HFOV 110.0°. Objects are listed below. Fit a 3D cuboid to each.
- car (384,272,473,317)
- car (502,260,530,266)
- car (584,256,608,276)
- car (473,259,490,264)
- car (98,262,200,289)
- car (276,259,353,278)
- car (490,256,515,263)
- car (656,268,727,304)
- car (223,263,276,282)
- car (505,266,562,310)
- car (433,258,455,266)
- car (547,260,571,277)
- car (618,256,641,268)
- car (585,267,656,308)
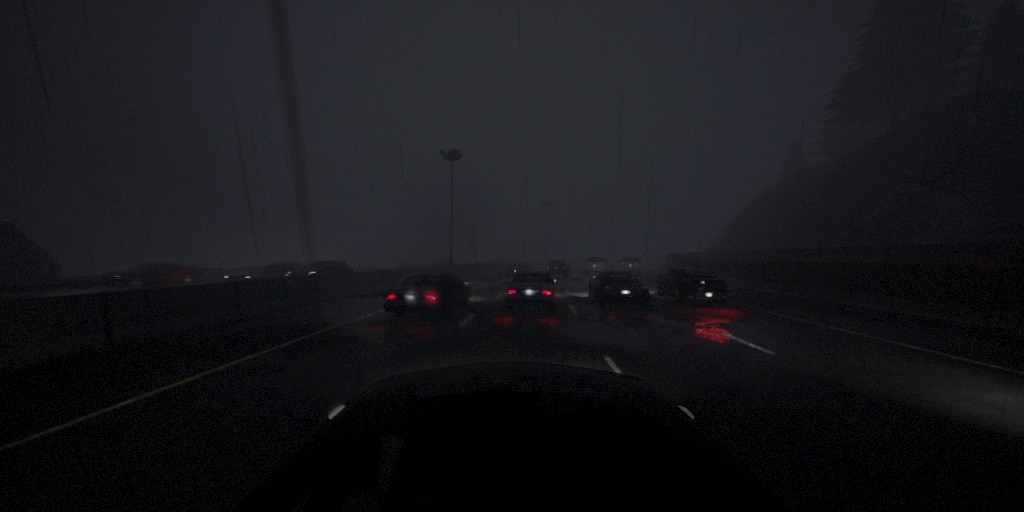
[{"bbox_3d":[-2.819,1.296,13.233,2.033,1.411,5.357,0,0,5],"label":"car"},{"bbox_3d":[0.751,1.337,34.420,1.994,1.385,4.181,0,0,14],"label":"car"},{"bbox_3d":[8.763,1.021,37.547,2.150,2.045,5.566,0,0,16],"label":"car"},{"bbox_3d":[-4.473,1.299,63.160,1.812,1.442,4.674,0,0,24],"label":"car"},{"bbox_3d":[-22.971,1.170,22.993,1.882,1.535,5.008,0,0,8],"label":"car"},{"bbox_3d":[-12.335,1.077,23.207,2.097,1.767,4.553,0,0,9],"label":"car"},{"bbox_3d":[-1.199,1.010,61.928,2.150,2.045,5.566,0,0,24],"label":"car"},{"bbox_3d":[8.134,1.289,16.703,1.837,1.490,4.892,0,0,6],"label":"car"},{"bbox_3d":[-15.897,1.315,23.266,1.895,1.301,4.718,0,0,9],"label":"car"},{"bbox_3d":[0.850,1.308,14.838,2.033,1.411,5.357,0,0,6],"label":"car"},{"bbox_3d":[-11.959,1.104,63.413,2.097,1.767,4.553,0,0,23],"label":"car"},{"bbox_3d":[4.629,1.138,35.515,2.097,1.767,4.553,0,0,14],"label":"car"},{"bbox_3d":[13.039,1.036,39.684,2.150,2.045,5.566,0,0,17],"label":"car"},{"bbox_3d":[4.491,1.337,15.507,1.994,1.385,4.181,0,0,6],"label":"car"}]
